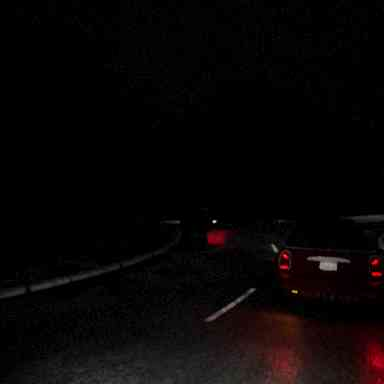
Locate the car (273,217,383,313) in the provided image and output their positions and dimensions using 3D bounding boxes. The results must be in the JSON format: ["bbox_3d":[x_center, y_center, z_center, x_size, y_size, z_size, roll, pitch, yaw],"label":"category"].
[{"bbox_3d":[3.290,1.400,8.119,2.097,1.767,4.553,0,0,21],"label":"car"}]

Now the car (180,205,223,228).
[{"bbox_3d":[0.593,1.697,24.215,1.837,1.490,4.892,2,-1,-21],"label":"car"}]
